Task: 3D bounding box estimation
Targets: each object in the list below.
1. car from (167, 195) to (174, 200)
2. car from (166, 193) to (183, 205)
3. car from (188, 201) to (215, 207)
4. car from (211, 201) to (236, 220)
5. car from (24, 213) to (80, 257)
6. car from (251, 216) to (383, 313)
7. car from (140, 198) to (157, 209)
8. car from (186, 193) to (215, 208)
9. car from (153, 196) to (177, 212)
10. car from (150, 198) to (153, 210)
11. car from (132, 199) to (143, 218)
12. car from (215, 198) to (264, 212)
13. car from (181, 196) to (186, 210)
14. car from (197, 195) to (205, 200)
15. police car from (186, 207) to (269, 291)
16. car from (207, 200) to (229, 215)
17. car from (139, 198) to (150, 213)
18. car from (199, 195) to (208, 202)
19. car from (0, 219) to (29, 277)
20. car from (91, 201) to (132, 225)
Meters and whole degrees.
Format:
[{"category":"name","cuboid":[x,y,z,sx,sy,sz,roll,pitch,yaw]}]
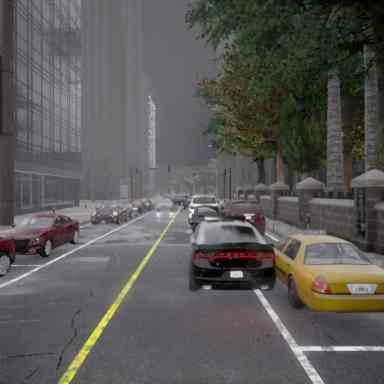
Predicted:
[{"category":"car","cuboid":[-6.013,1.636,93.969,1.802,1.307,4.206,0,0,0]},{"category":"car","cuboid":[-1.764,1.371,54.998,2.097,1.767,4.553,1,0,-38]},{"category":"car","cuboid":[0.849,1.510,19.057,1.837,1.490,4.892,0,0,0]},{"category":"car","cuboid":[2.684,1.534,29.511,1.752,1.417,4.829,0,0,0]},{"category":"car","cuboid":[-5.797,1.547,12.945,1.887,1.381,4.507,0,0,0]},{"category":"car","cuboid":[2.742,1.526,7.685,1.752,1.417,4.829,0,0,0]},{"category":"car","cuboid":[-5.884,1.541,45.517,1.752,1.417,4.829,0,0,0]},{"category":"car","cuboid":[0.834,1.231,25.087,2.150,2.045,5.566,0,0,0]},{"category":"car","cuboid":[-3.104,1.538,39.231,1.812,1.442,4.674,0,0,0]},{"category":"car","cuboid":[-5.870,1.453,40.230,1.967,1.590,4.097,0,0,0]},{"category":"car","cuboid":[-5.841,1.559,29.316,2.008,1.369,4.403,0,0,0]},{"category":"car","cuboid":[2.713,1.319,18.428,2.192,1.841,5.009,0,0,0]},{"category":"car","cuboid":[-0.117,1.541,43.907,1.812,1.442,4.674,0,0,0]},{"category":"car","cuboid":[2.512,1.605,93.992,2.008,1.369,4.403,0,0,0]},{"category":"police car","cuboid":[0.876,1.427,9.167,1.930,1.638,5.238,0,0,0]},{"category":"car","cuboid":[2.670,1.576,34.798,1.947,1.339,4.313,0,0,0]},{"category":"car","cuboid":[-5.855,1.555,34.773,1.887,1.381,4.507,0,0,0]},{"category":"car","cuboid":[2.556,1.479,77.680,1.967,1.590,4.097,0,0,0]},{"category":"car","cuboid":[-5.783,1.545,7.488,1.887,1.381,4.507,0,0,0]},{"category":"car","cuboid":[-5.826,1.446,23.859,1.967,1.590,4.097,0,0,0]}]
